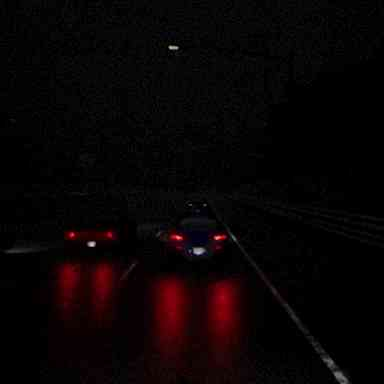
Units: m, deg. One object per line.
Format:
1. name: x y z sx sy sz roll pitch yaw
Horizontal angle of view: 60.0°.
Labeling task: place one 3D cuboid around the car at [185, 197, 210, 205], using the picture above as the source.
1. car: 0.479 1.149 27.000 2.128 1.511 4.902 0 1 1

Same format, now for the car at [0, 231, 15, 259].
1. car: -6.859 1.430 8.540 2.033 1.411 5.357 0 1 2

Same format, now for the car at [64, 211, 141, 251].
1. car: -3.291 1.422 13.242 1.895 1.301 4.718 0 1 1

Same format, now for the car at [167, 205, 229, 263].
1. car: 0.188 1.375 11.200 1.812 1.442 4.674 0 1 0
